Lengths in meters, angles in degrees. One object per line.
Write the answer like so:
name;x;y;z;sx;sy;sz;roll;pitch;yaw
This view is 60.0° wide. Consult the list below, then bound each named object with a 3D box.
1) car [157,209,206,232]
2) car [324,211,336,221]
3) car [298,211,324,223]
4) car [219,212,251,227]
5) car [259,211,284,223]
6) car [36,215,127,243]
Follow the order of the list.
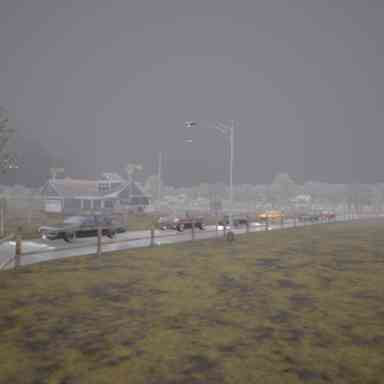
car;-0.794;2.271;27.516;2.097;1.767;4.553;0;-2;35
car;22.372;3.898;54.936;1.882;1.535;5.008;0;-2;35
car;16.426;3.473;46.596;2.128;1.511;4.902;0;-2;36
car;4.531;2.857;34.981;1.994;1.385;4.181;0;-2;35
car;10.332;3.186;43.066;1.882;1.535;5.008;0;-2;36
car;-6.292;2.088;19.730;2.033;1.411;5.357;0;-2;34
